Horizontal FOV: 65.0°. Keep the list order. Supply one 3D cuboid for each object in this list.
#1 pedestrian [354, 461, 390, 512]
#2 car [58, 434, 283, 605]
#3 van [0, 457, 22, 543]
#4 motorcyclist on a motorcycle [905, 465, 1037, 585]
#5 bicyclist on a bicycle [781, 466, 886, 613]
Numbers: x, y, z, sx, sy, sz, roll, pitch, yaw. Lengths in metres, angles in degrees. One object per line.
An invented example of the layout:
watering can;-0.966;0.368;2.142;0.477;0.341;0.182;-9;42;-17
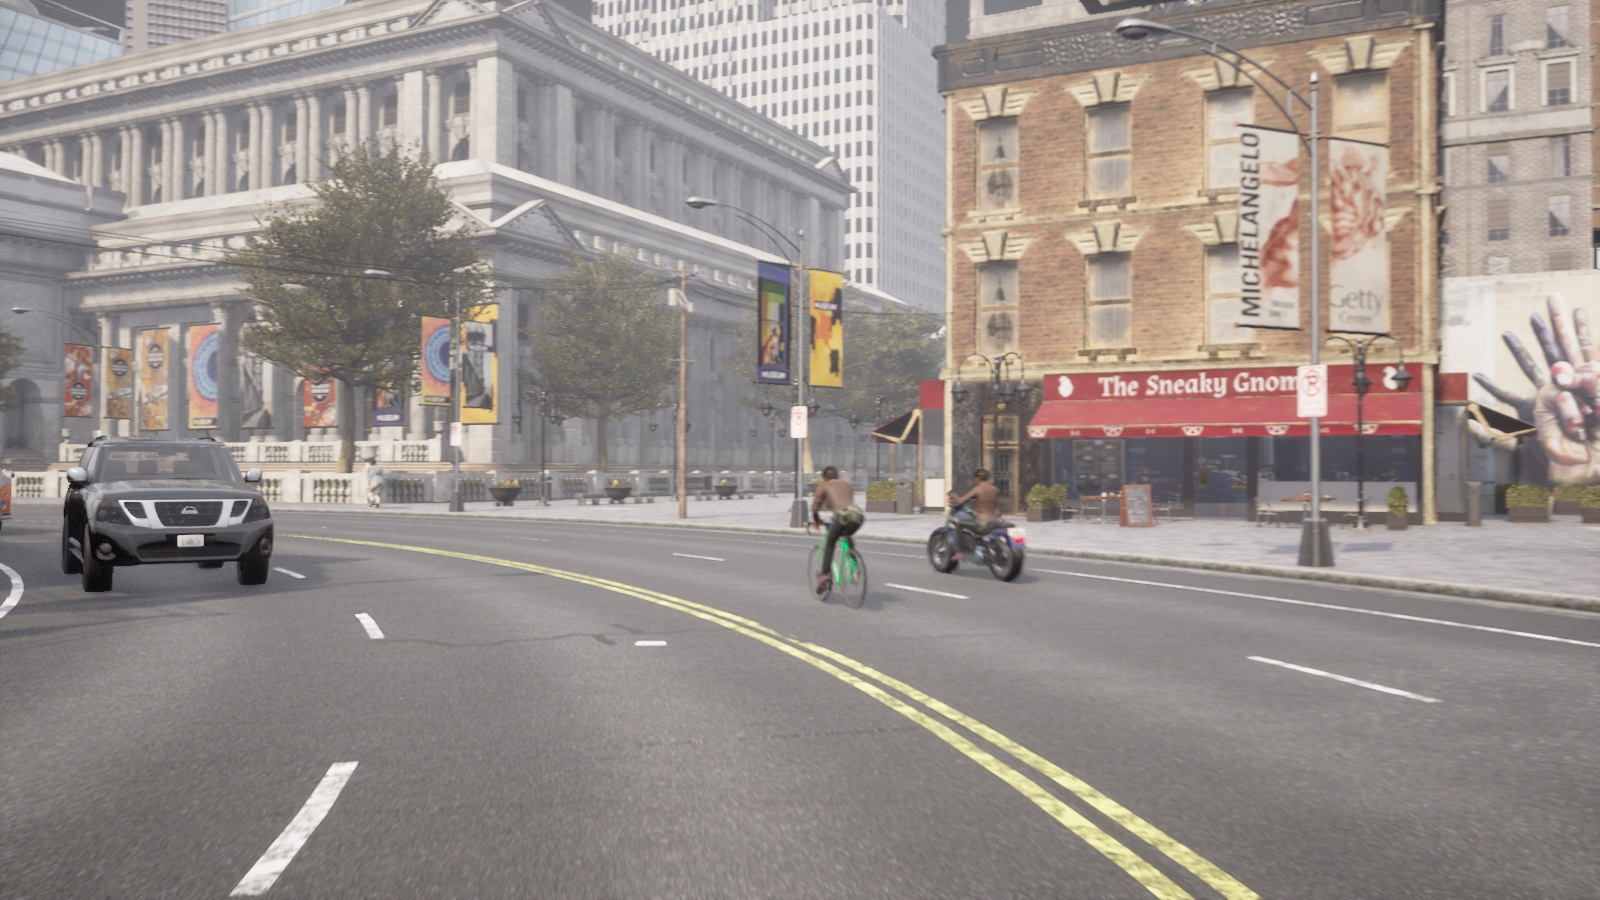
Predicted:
pedestrian;-15.562;1.318;45.644;0.900;1.855;0.874;-1;-1;29
car;-9.153;0.883;17.953;2.150;2.045;5.566;0;-1;-34
van;-20.582;1.178;29.947;4.442;1.987;1.775;-1;-1;34
motorcyclist on a motorcycle;2.491;1.064;18.638;0.766;1.649;2.350;0;-1;-26
bicyclist on a bicycle;0.367;1.013;14.782;0.582;1.620;1.656;0;-1;-23
